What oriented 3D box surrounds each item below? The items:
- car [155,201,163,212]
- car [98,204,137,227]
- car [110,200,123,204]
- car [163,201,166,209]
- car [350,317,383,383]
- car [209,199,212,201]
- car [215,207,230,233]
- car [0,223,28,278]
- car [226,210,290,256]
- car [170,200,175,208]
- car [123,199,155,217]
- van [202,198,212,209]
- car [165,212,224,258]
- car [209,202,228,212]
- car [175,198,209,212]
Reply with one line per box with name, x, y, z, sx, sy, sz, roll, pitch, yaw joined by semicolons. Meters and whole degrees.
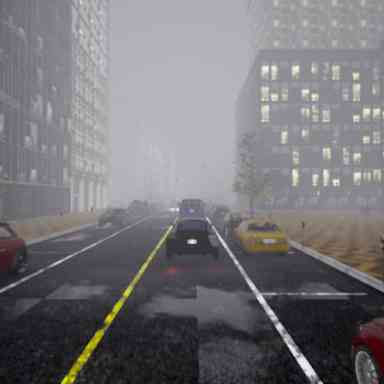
car;-5.690;2.089;47.721;1.887;1.381;4.507;0;-1;0
car;-5.688;1.845;24.965;1.947;1.339;4.313;0;-1;0
car;-17.470;2.460;79.881;4.206;1.307;1.802;0;-1;0
car;-5.690;2.246;59.097;1.947;1.339;4.313;0;-1;0
car;2.676;1.608;2.185;1.802;1.307;4.206;0;-1;0
car;2.658;2.194;53.383;1.802;1.307;4.206;0;-1;0
car;2.661;1.766;19.251;2.008;1.369;4.403;0;-1;0
car;-5.687;1.529;7.901;1.967;1.590;4.097;0;-1;0
car;2.666;1.679;13.732;1.752;1.417;4.829;0;-1;0
car;-3.044;2.211;62.314;2.128;1.511;4.902;0;-1;1
car;-5.687;1.725;36.345;2.192;1.841;5.009;0;-1;0
van;2.658;2.021;59.074;1.690;1.788;3.998;0;-1;0
car;0.024;1.716;13.536;1.994;1.385;4.181;0;-1;0
car;2.659;1.910;30.627;1.947;1.339;4.313;0;-1;0
car;0.008;1.534;27.588;2.150;2.045;5.566;0;0;0
